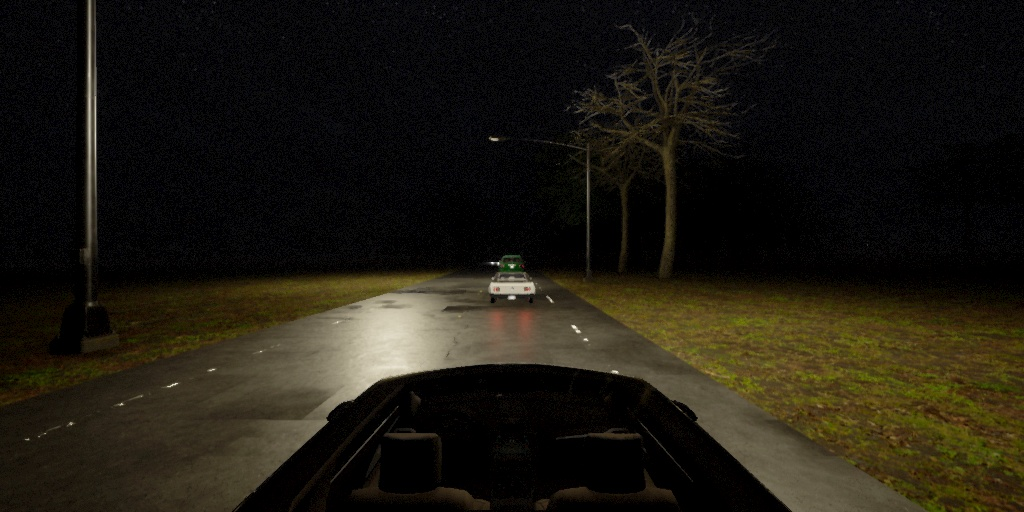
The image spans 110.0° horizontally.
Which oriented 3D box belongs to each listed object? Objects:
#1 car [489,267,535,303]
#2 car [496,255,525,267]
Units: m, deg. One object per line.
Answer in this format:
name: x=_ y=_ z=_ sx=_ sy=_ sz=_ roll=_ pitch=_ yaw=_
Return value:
car: x=0.000 y=1.368 z=16.531 sx=1.895 sy=1.301 sz=4.718 roll=0 pitch=0 yaw=0
car: x=0.000 y=0.972 z=31.529 sx=2.150 sy=2.045 sz=5.566 roll=0 pitch=0 yaw=0
